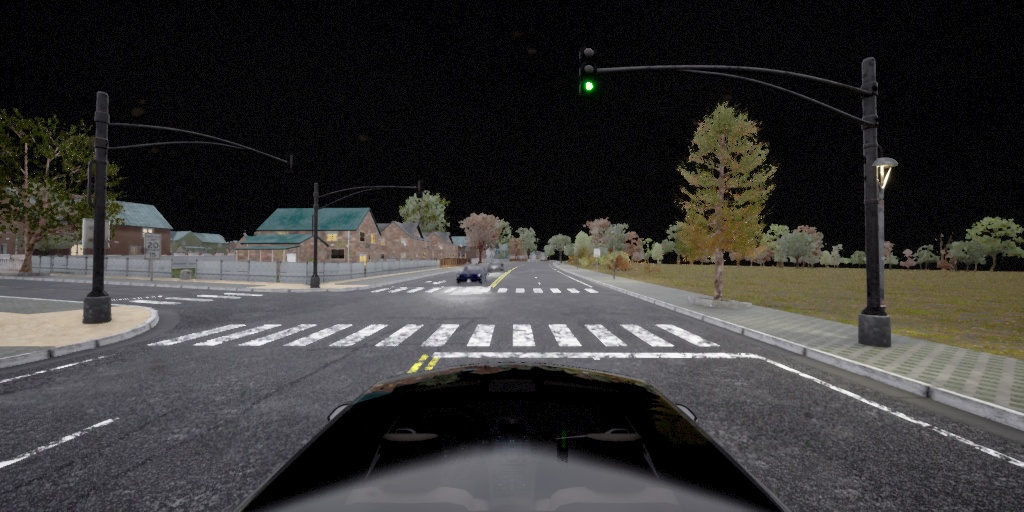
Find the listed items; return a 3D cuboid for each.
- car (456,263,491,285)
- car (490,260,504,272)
[{"bbox_3d":[-2.863,1.378,26.303,1.895,1.301,4.718,0,0,2],"label":"car"},{"bbox_3d":[-2.046,1.305,46.472,2.128,1.511,4.902,0,0,3],"label":"car"}]
